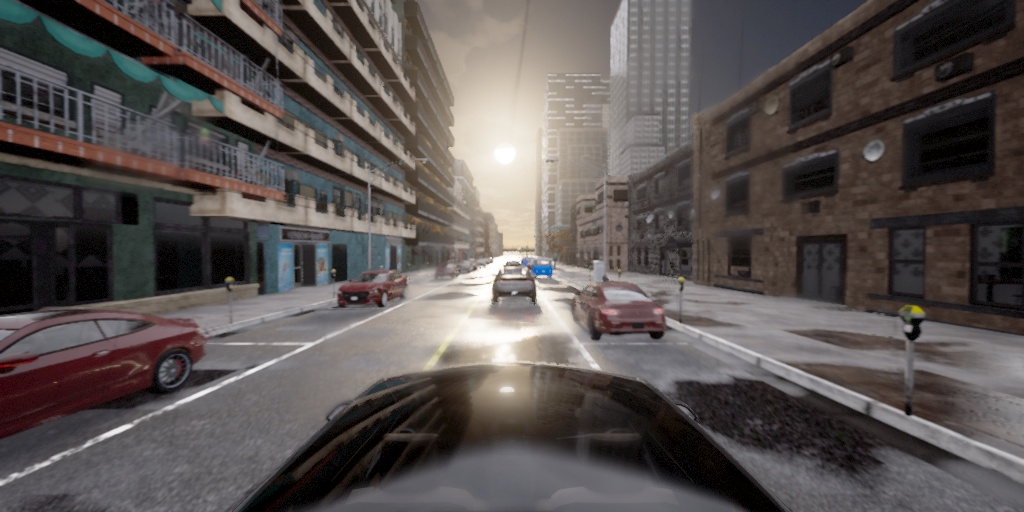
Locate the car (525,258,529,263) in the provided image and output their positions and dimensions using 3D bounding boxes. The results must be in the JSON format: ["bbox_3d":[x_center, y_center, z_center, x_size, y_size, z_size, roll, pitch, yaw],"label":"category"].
[{"bbox_3d":[2.672,1.263,43.161,1.888,1.381,4.507,0,0,0],"label":"car"}]

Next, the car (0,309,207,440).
[{"bbox_3d":[-5.692,1.331,4.051,1.802,1.307,4.207,0,0,0],"label":"car"}]

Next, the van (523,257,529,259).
[{"bbox_3d":[2.667,1.045,54.322,1.690,1.789,3.998,0,0,0],"label":"van"}]

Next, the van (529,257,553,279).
[{"bbox_3d":[2.676,1.069,32.000,1.690,1.789,3.998,0,0,0],"label":"van"}]

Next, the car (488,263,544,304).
[{"bbox_3d":[0.093,1.232,16.384,2.128,1.511,4.902,0,0,0],"label":"car"}]

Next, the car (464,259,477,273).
[{"bbox_3d":[-5.710,1.269,43.115,2.007,1.370,4.403,0,0,0],"label":"car"}]

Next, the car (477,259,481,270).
[{"bbox_3d":[-5.712,1.152,48.695,1.967,1.591,4.097,0,0,0],"label":"car"}]

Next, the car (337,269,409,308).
[{"bbox_3d":[-5.697,1.287,15.212,1.888,1.381,4.507,0,0,0],"label":"car"}]

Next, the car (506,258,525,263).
[{"bbox_3d":[0.084,1.229,36.716,1.837,1.490,4.892,0,0,0],"label":"car"}]

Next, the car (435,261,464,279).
[{"bbox_3d":[-5.704,1.310,31.953,1.802,1.307,4.207,0,0,0],"label":"car"}]

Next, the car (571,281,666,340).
[{"bbox_3d":[2.686,1.327,9.680,1.802,1.307,4.207,0,0,0],"label":"car"}]
